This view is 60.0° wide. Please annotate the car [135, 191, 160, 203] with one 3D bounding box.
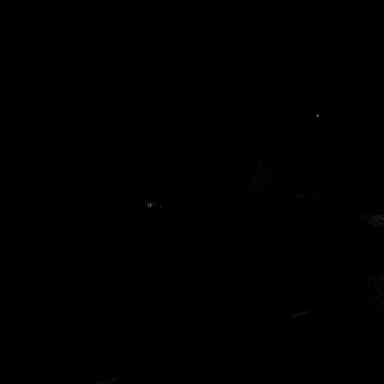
[{"bbox_3d":[-6.368,0.665,47.274,1.882,1.535,5.008,-2,2,-36],"label":"car"}]
